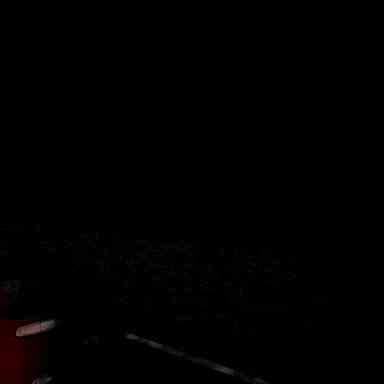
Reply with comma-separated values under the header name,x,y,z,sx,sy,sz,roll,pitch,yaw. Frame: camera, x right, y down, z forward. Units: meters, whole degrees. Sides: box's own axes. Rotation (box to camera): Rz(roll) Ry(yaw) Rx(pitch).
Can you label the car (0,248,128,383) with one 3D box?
name,x,y,z,sx,sy,sz,roll,pitch,yaw
car,-2.951,1.542,5.065,4.507,1.381,1.887,0,0,36
